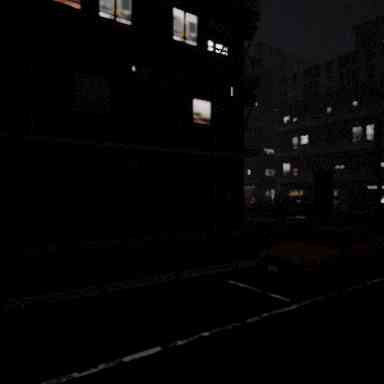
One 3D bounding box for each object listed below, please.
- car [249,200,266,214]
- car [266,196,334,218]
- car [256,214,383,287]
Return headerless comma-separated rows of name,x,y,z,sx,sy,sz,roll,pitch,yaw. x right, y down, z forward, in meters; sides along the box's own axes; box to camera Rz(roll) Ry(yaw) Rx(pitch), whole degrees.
car,8.043,1.487,32.701,2.033,1.411,5.357,0,0,-36
car,8.890,1.270,27.120,2.192,1.841,5.009,0,0,-36
car,3.885,1.527,9.328,4.829,1.417,1.752,0,0,-35
